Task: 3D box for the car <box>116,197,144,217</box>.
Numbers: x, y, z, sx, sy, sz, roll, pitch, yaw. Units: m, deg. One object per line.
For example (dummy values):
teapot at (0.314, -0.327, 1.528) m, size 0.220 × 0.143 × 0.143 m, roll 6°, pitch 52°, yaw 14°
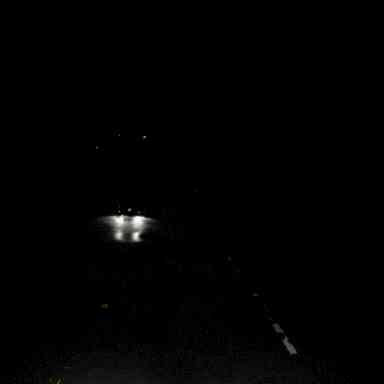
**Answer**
car at (-4.721, 1.089, 25.830) m, size 1.994 × 1.385 × 4.181 m, roll 4°, pitch 0°, yaw -7°
